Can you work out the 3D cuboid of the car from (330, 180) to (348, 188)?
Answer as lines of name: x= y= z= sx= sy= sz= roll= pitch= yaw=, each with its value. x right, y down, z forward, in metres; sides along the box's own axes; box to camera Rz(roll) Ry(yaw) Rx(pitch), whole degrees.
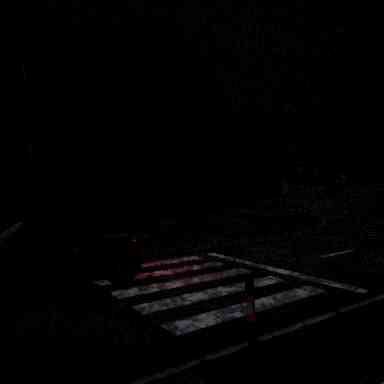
car: x=26.930 y=-1.536 z=60.977 sx=1.882 sy=1.535 sz=5.008 roll=-3 pitch=1 yaw=5

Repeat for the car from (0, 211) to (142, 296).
car: x=-3.565 y=1.347 z=7.839 sx=4.553 sy=1.767 sz=2.097 roll=0 pitch=0 yaw=-35
